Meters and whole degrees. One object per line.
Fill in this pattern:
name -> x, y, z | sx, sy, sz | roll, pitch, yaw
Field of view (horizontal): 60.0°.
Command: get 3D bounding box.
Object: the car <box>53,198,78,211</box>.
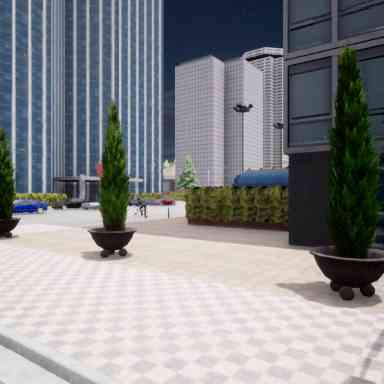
car -> -15.275, 1.477, 42.113 | 1.882, 1.535, 5.008 | 0, 0, 35

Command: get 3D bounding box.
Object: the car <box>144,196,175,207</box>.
car -> -4.640, 1.354, 51.139 | 2.097, 1.767, 4.553 | 0, 0, 35

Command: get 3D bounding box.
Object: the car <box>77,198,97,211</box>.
car -> -11.397, 1.601, 41.544 | 1.895, 1.301, 4.718 | 0, 0, 35

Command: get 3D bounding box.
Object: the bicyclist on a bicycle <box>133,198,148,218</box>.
bicyclist on a bicycle -> -4.129, 1.301, 26.687 | 1.656, 1.620, 0.582 | 0, 0, 35

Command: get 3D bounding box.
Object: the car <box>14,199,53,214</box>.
car -> -17.104, 1.477, 33.409 | 1.882, 1.535, 5.008 | 0, 0, 35

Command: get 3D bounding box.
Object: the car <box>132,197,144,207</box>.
car -> -8.088, 1.547, 52.331 | 2.033, 1.411, 5.357 | 0, 0, 35
